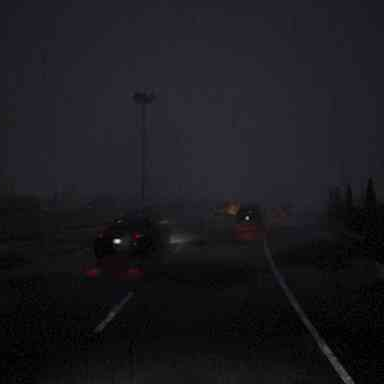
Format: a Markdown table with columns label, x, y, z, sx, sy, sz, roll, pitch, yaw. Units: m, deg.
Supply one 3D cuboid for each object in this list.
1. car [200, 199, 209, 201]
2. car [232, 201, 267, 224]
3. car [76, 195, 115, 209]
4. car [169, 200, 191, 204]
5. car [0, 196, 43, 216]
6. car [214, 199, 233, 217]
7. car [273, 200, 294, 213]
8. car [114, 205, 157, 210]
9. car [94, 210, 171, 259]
| label | x | y | z | sx | sy | sz | roll | pitch | yaw |
| --- | --- | --- | --- | --- | --- | --- | --- | --- | --- |
| car | 2.972 | 1.623 | 64.074 | 1.994 | 1.385 | 4.181 | 0 | -1 | 27 |
| car | 4.695 | 1.628 | 26.025 | 1.837 | 1.490 | 4.892 | 0 | 0 | 18 |
| car | -11.945 | 1.414 | 41.696 | 2.150 | 2.045 | 5.566 | 0 | 0 | 24 |
| car | -1.722 | 1.806 | 46.926 | 2.033 | 1.411 | 5.357 | 0 | -1 | 27 |
| car | -13.977 | 1.297 | 25.471 | 2.150 | 2.045 | 5.566 | 0 | 0 | 15 |
| car | 3.707 | 1.645 | 33.336 | 1.882 | 1.535 | 5.008 | 0 | 0 | 22 |
| car | 11.376 | 1.770 | 41.434 | 1.812 | 1.442 | 4.674 | 0 | -1 | 26 |
| car | -3.440 | 1.654 | 23.342 | 1.994 | 1.385 | 4.181 | 0 | 0 | 15 |
| car | -2.150 | 1.604 | 12.951 | 1.994 | 1.385 | 4.181 | 0 | 0 | 9 |
